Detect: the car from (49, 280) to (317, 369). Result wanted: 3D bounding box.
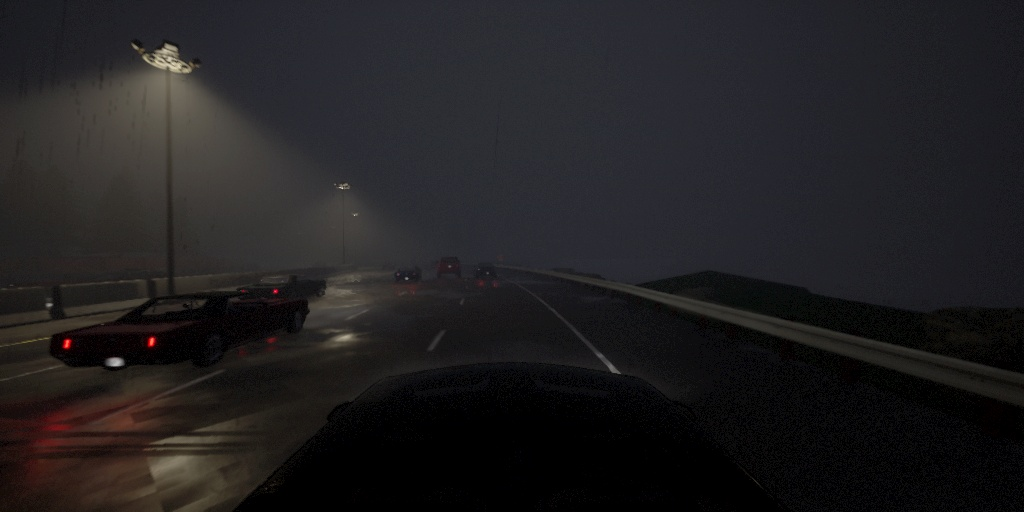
[{"bbox_3d":[-6.619,1.450,8.103,1.895,1.301,4.718,-1,0,-3],"label":"car"}]

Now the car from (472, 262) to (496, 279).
[{"bbox_3d":[-2.631,1.325,34.131,1.812,1.442,4.674,0,0,-11],"label":"car"}]

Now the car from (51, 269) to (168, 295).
[{"bbox_3d":[-22.104,1.644,20.060,1.994,1.385,4.181,-1,0,-6],"label":"car"}]

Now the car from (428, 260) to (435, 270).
[{"bbox_3d":[-12.865,1.462,59.543,1.837,1.490,4.892,1,0,-20],"label":"car"}]

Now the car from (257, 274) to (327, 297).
[{"bbox_3d":[-10.600,1.511,16.989,1.895,1.301,4.718,-1,0,-6],"label":"car"}]

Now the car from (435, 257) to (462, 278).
[{"bbox_3d":[-6.467,1.078,36.579,2.150,2.045,5.566,0,0,-13],"label":"car"}]

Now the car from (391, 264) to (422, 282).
[{"bbox_3d":[-8.817,1.490,30.831,1.895,1.301,4.718,-1,0,-10],"label":"car"}]

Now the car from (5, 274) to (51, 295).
[{"bbox_3d":[-29.589,1.792,23.698,1.895,1.301,4.718,-1,0,-8],"label":"car"}]
